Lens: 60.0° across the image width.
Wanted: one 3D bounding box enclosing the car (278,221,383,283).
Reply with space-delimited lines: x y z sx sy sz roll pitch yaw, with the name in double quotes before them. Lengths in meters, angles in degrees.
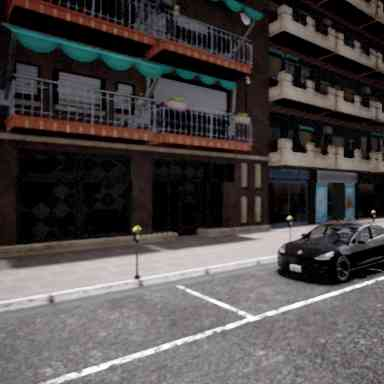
"car" 4.398 1.552 9.691 4.313 1.339 1.947 0 0 -35
